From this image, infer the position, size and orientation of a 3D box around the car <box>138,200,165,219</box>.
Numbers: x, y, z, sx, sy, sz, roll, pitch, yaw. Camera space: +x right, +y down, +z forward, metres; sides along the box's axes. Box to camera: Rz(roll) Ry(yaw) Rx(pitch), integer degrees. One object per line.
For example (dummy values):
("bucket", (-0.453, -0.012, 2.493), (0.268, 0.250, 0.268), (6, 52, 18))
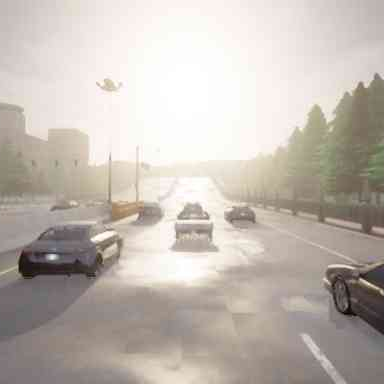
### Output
("car", (-3.410, 1.458, 28.493), (1.882, 1.535, 5.008), (0, 0, 0))

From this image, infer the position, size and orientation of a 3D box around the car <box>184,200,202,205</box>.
("car", (0.088, 1.538, 33.678), (1.994, 1.385, 4.181), (0, 0, 0))

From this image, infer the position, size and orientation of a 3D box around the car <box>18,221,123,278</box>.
("car", (-3.405, 1.558, 10.109), (1.994, 1.385, 4.181), (0, 0, 0))

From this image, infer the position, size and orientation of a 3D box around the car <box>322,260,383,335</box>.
("car", (3.600, 1.542, 4.408), (2.033, 1.411, 5.357), (0, 0, 0))

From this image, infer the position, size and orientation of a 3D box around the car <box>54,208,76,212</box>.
("car", (-14.064, 1.544, 37.147), (1.994, 1.385, 4.181), (0, 0, 0))

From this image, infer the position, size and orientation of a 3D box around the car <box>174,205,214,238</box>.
("car", (0.093, 1.588, 17.540), (1.895, 1.301, 4.718), (0, 0, 0))

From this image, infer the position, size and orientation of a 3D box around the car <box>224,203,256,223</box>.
("car", (3.591, 1.543, 25.419), (1.994, 1.385, 4.181), (0, 0, 0))
